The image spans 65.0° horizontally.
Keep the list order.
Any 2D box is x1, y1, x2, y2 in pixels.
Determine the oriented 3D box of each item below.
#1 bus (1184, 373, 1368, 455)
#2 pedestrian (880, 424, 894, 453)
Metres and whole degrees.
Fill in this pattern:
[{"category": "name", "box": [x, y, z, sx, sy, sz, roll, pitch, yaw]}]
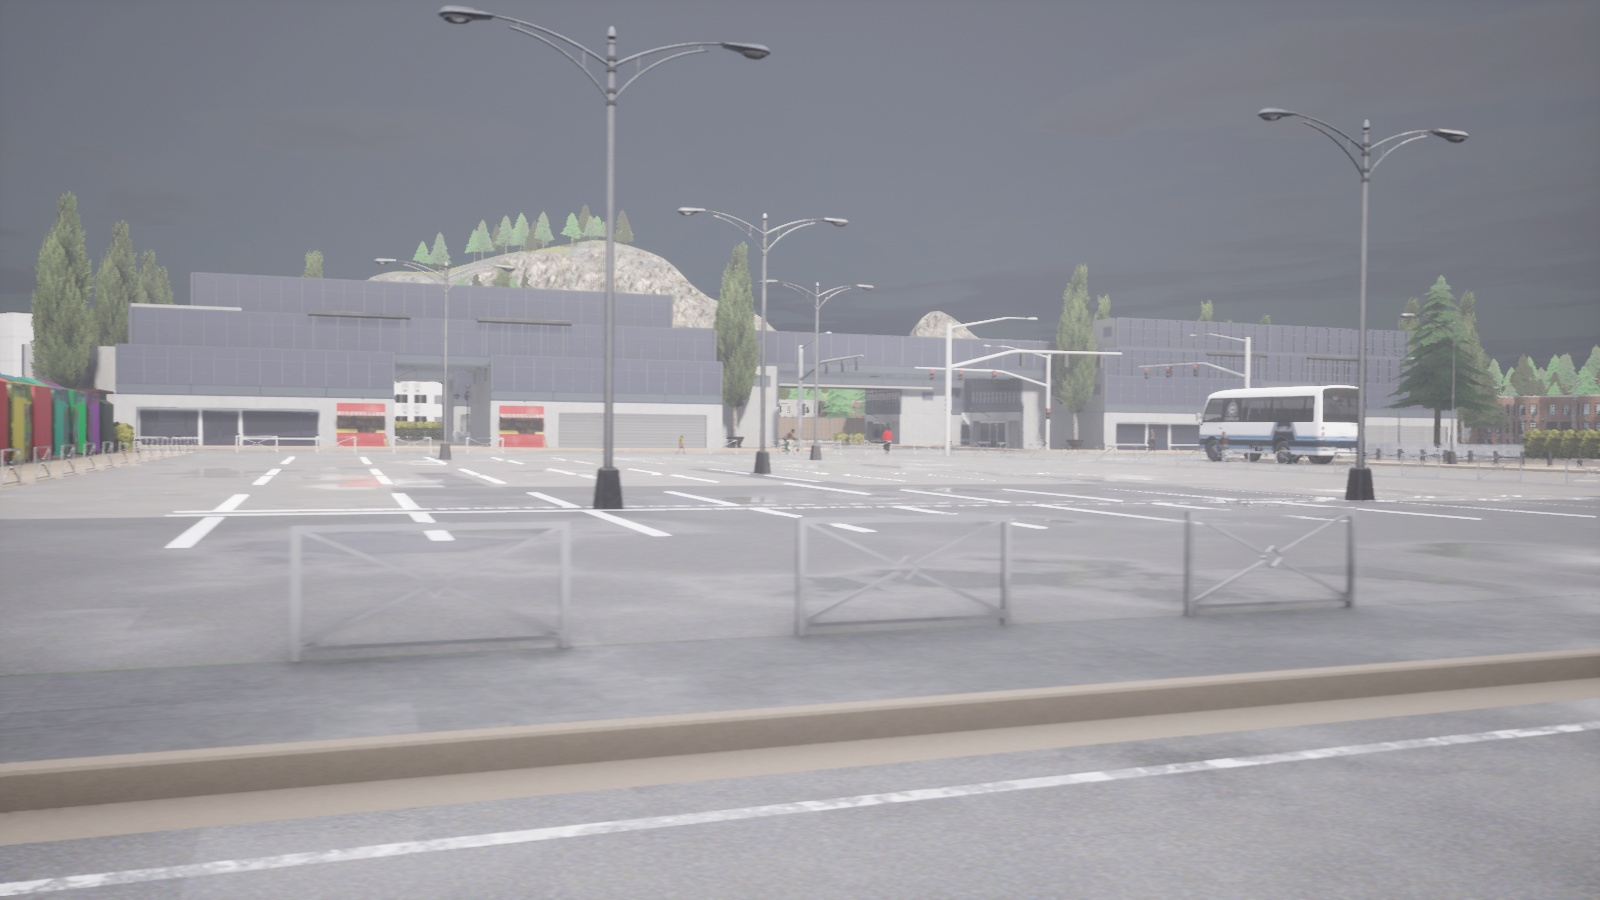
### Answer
[{"category": "bus", "box": [26.613, -1.966, 71.015, 3.944, 4.253, 10.273, -1, 1, -21]}, {"category": "pedestrian", "box": [5.716, -0.749, 82.488, 0.634, 1.844, 0.899, -1, 1, -18]}]
